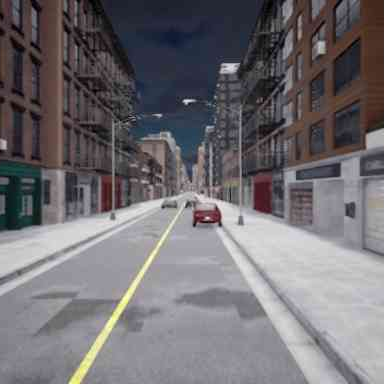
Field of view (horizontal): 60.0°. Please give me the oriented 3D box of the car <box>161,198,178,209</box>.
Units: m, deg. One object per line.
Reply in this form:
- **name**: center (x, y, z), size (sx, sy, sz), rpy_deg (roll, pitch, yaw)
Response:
- **car**: center (-2.834, 1.495, 42.549), size (1.994, 1.385, 4.181), rpy_deg (0, 0, 0)

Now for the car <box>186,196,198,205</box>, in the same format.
- **car**: center (0.001, 1.414, 59.217), size (2.128, 1.511, 4.902), rpy_deg (0, 0, 0)

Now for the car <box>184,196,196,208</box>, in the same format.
- **car**: center (0.050, 1.453, 46.064), size (1.812, 1.442, 4.674), rpy_deg (0, 0, 0)

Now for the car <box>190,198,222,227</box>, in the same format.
- **car**: center (0.962, 1.433, 22.635), size (1.882, 1.535, 5.008), rpy_deg (0, 0, 0)
